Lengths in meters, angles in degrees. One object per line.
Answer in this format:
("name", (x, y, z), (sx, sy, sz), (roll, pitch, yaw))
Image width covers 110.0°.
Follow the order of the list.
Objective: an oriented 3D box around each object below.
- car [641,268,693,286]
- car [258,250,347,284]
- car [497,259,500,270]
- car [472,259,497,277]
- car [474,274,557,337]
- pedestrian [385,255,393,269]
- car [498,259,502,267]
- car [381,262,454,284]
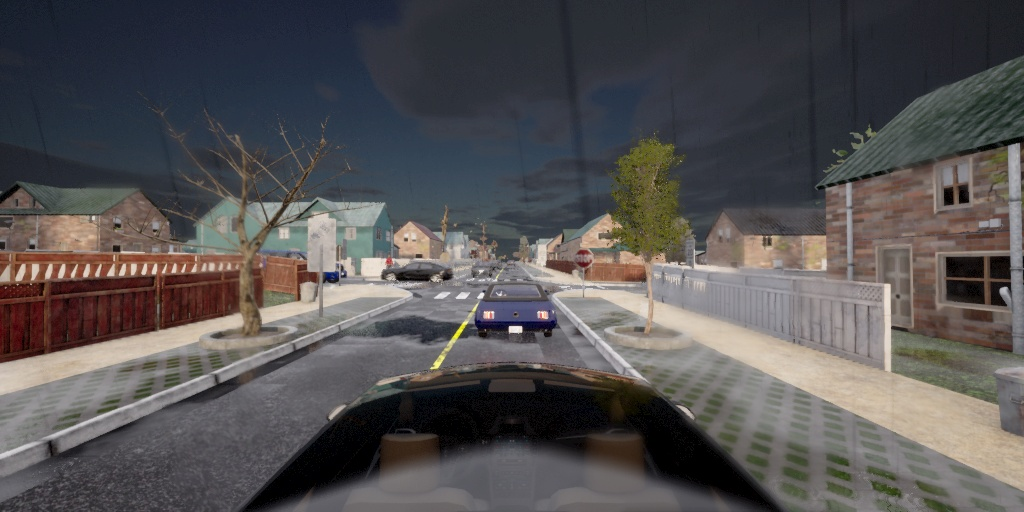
("car", (11.581, 1.436, 25.383), (4.553, 1.767, 2.097), (1, -1, 0))
("car", (-13.368, 0.697, 22.423), (5.566, 2.045, 2.150), (1, -1, -1))
("car", (-2.933, 1.419, 46.201), (1.895, 1.301, 4.718), (0, 0, 0))
("car", (-2.916, 1.283, 35.874), (2.128, 1.511, 4.902), (0, 0, 0))
("car", (0.081, 1.355, 10.239), (1.895, 1.301, 4.718), (0, 0, 0))
("pedestrian", (-9.682, 0.796, 28.264), (0.375, 1.860, 0.375), (0, -2, 0))
("car", (-2.952, 1.359, 56.670), (1.837, 1.490, 4.892), (0, 0, 0))
("car", (-6.626, 1.152, 25.355), (5.008, 1.535, 1.882), (1, -1, 0))
